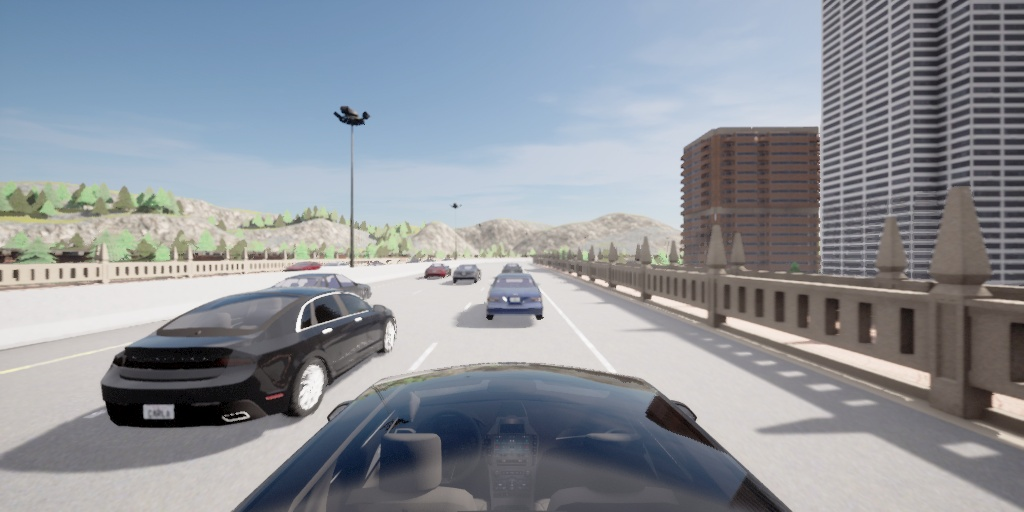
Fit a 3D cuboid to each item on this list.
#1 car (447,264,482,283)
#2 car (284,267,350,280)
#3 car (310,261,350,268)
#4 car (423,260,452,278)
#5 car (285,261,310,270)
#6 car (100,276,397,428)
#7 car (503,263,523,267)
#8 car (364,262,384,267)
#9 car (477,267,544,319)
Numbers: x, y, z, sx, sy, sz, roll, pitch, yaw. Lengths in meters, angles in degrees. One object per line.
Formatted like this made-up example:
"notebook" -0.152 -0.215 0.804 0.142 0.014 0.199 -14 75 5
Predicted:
"car" -3.435 1.319 28.089 2.033 1.411 5.357 0 0 0
"car" -6.913 1.309 12.959 2.033 1.411 5.357 0 0 0
"car" -17.639 1.308 35.654 1.812 1.442 4.674 0 0 0
"car" -6.945 1.341 34.131 1.994 1.385 4.181 0 0 0
"car" -21.139 1.262 36.866 1.882 1.535 5.008 0 0 0
"car" -3.412 1.259 5.886 1.837 1.490 4.892 0 0 0
"car" 0.057 1.338 34.070 1.994 1.385 4.181 0 0 0
"car" -14.139 1.346 37.119 1.994 1.385 4.181 0 0 0
"car" 0.087 1.306 12.838 2.033 1.411 5.357 0 0 0
